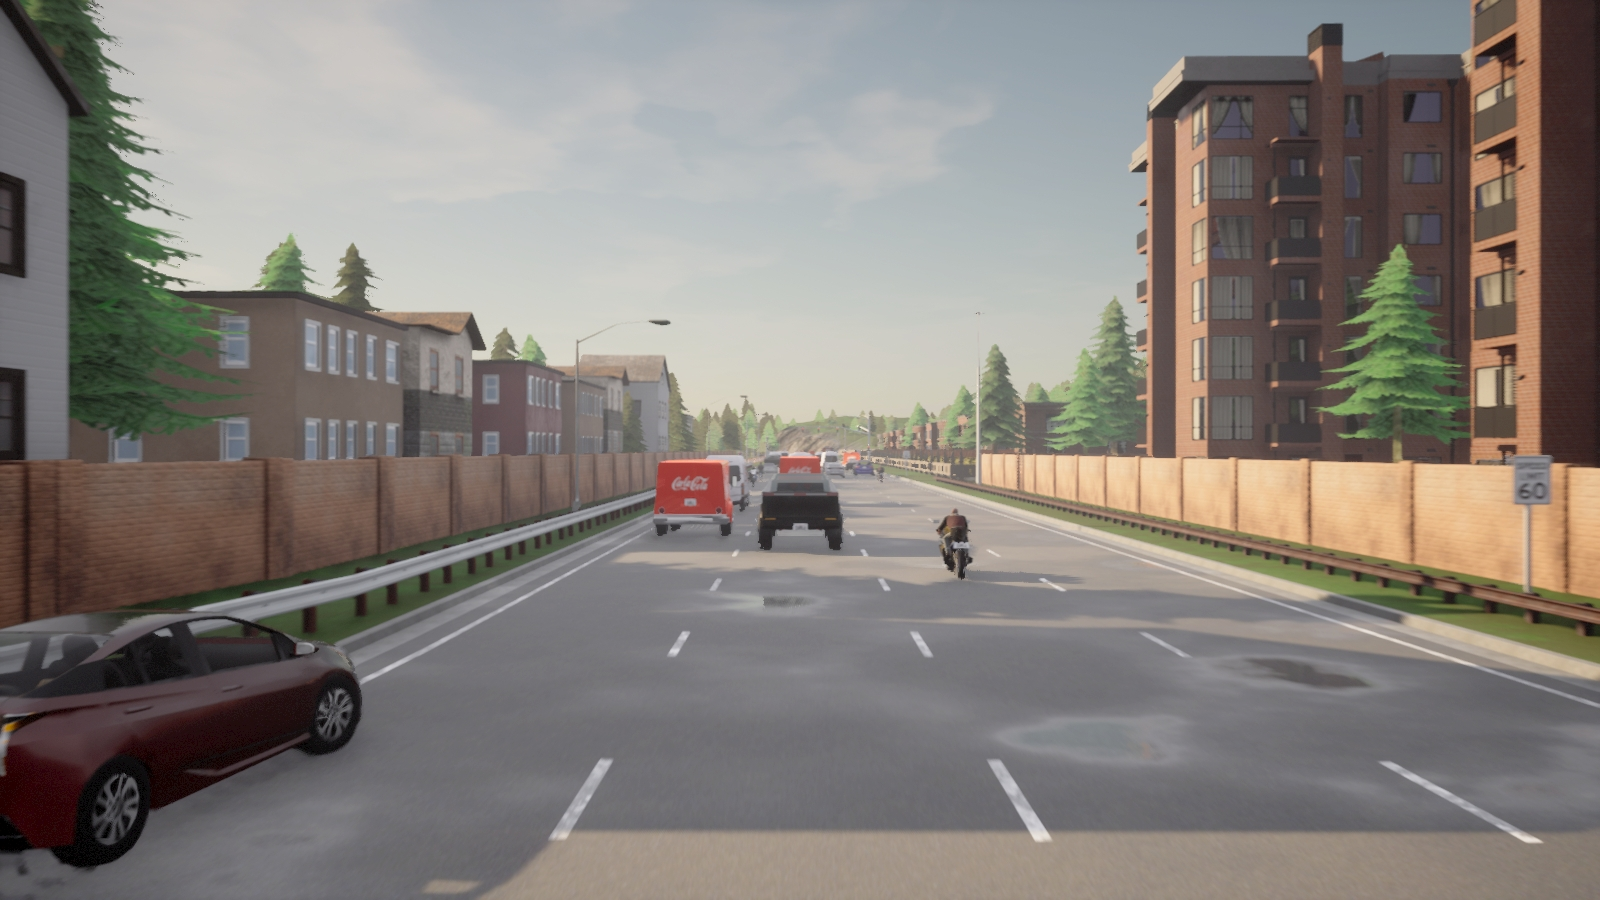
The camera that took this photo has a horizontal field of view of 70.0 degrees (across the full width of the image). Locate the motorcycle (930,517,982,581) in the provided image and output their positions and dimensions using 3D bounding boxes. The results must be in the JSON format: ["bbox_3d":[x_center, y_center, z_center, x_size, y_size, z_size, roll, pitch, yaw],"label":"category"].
[{"bbox_3d":[3.505,2.205,25.865,0.867,1.251,2.209,0,0,0],"label":"motorcycle"}]

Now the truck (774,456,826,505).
[{"bbox_3d":[0.005,1.569,60.986,2.627,2.467,5.204,0,0,0],"label":"truck"}]

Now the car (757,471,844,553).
[{"bbox_3d":[0.009,1.754,34.357,2.390,2.098,6.274,0,0,0],"label":"car"}]

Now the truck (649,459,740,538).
[{"bbox_3d":[-3.496,1.567,38.994,2.627,2.467,5.204,0,0,0],"label":"truck"}]

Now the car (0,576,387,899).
[{"bbox_3d":[-5.349,2.040,9.219,2.007,1.525,4.514,0,0,6],"label":"car"}]

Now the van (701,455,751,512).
[{"bbox_3d":[-3.500,1.535,54.883,1.988,2.561,5.915,0,0,0],"label":"van"}]
